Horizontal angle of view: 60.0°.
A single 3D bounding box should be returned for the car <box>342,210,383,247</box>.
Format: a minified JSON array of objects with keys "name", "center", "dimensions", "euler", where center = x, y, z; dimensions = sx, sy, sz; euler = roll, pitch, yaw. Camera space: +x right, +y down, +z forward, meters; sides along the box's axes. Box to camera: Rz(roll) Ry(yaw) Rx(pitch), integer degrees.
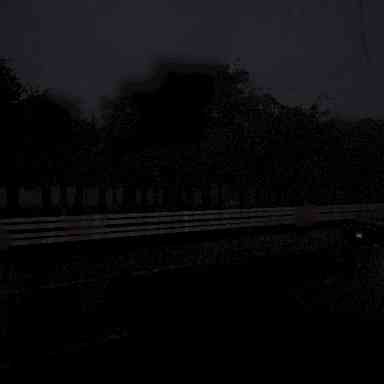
[{"name":"car","center":[8.313,1.478,13.812],"dimensions":[5.008,1.535,1.882],"euler":[0,0,-34]}]
